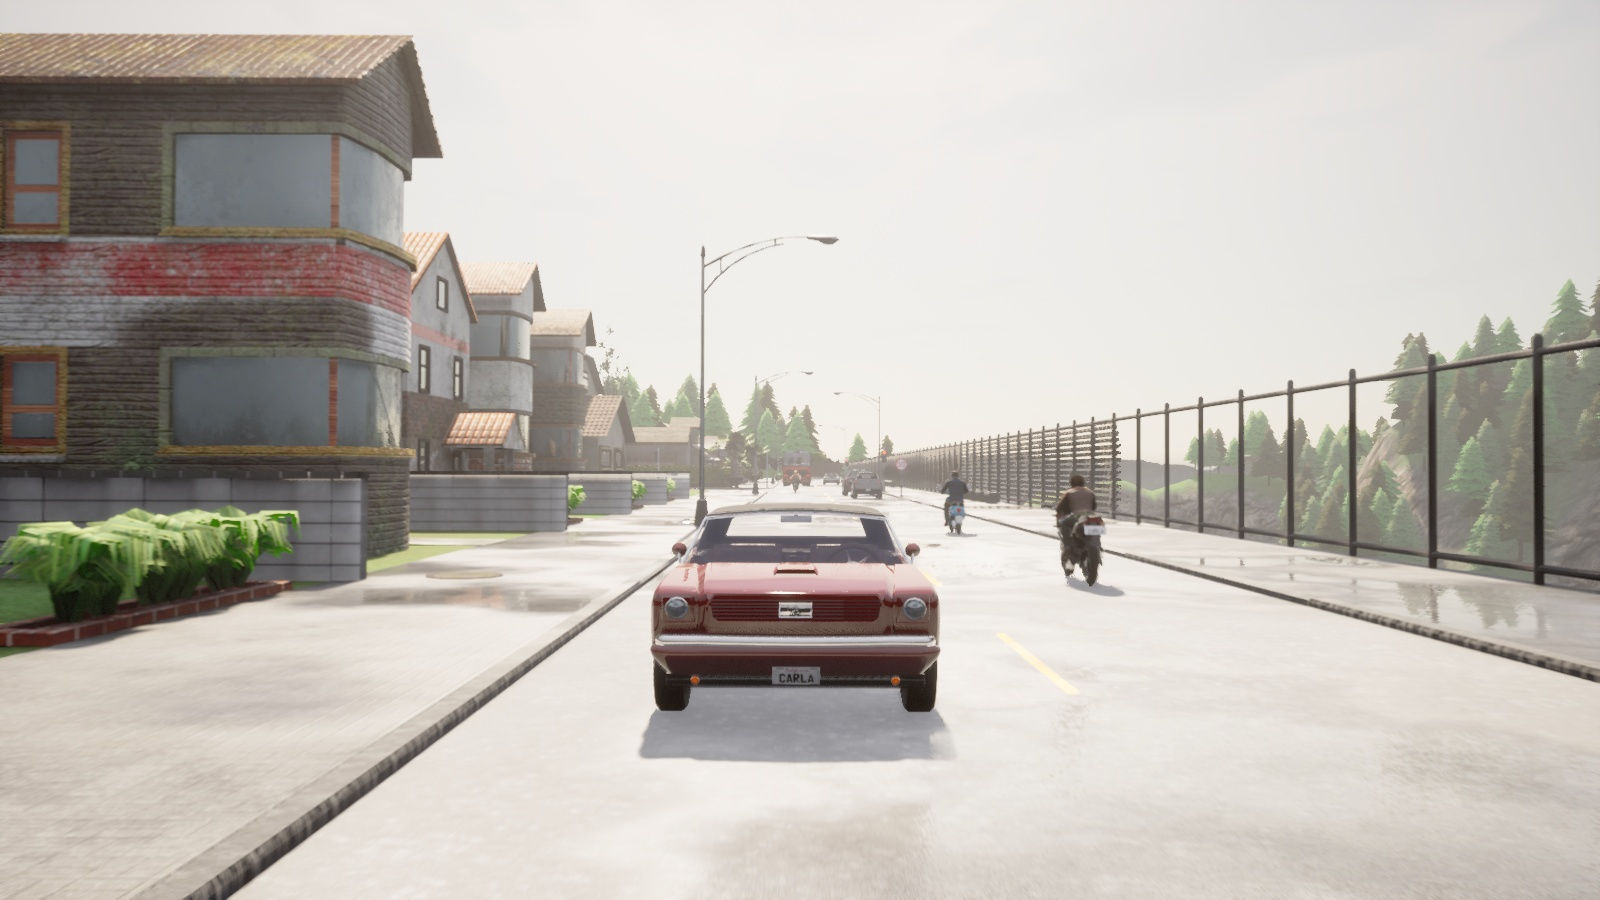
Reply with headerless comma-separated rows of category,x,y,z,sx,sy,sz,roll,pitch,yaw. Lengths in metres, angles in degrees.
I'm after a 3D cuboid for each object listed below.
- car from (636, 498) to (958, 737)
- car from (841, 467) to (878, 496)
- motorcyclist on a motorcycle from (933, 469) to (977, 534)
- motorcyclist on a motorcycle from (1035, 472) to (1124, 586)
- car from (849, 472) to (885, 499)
car,-0.024,1.079,9.777,1.895,1.301,4.718,0,-1,0
car,3.803,2.013,80.938,2.097,1.767,4.553,0,-1,0
motorcyclist on a motorcycle,3.922,1.286,31.875,0.866,1.590,1.817,0,-1,0
motorcyclist on a motorcycle,3.956,1.081,17.926,0.797,1.523,2.044,0,-1,0
car,3.825,2.025,72.361,1.845,1.501,3.633,0,-1,0
